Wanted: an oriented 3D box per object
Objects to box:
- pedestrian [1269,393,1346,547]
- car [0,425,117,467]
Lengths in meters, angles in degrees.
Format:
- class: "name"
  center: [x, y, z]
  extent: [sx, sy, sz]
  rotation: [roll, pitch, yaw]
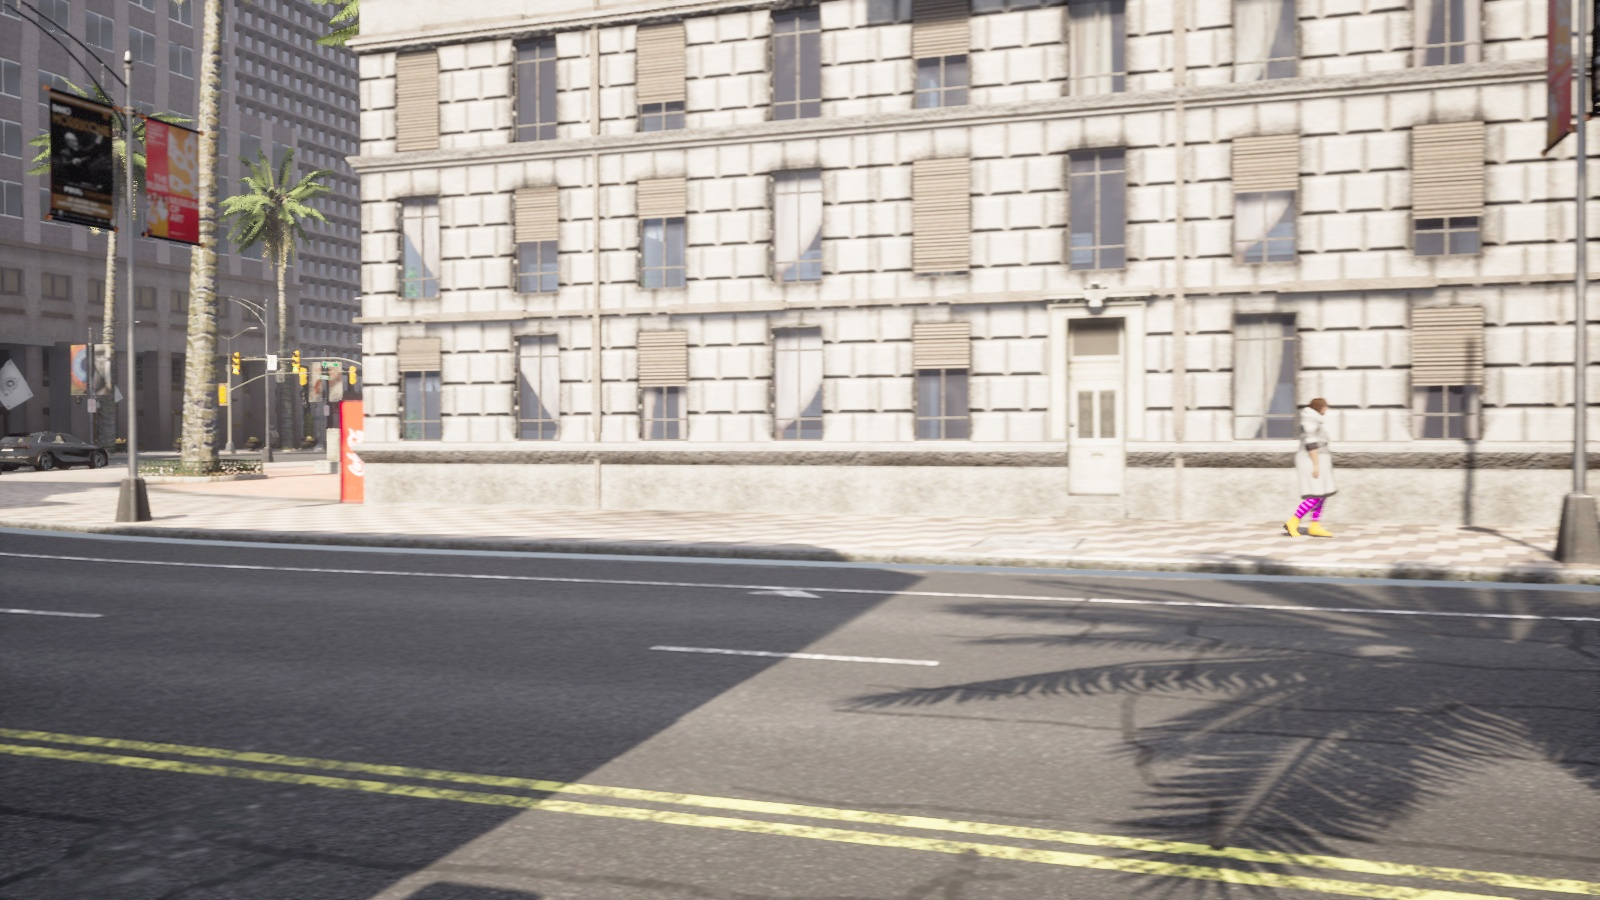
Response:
- class: "pedestrian"
  center: [6.608, 0.247, 16.338]
  extent: [0.873, 1.952, 0.659]
  rotation: [1, 1, 25]
- class: "car"
  center: [-31.036, -0.195, 52.153]
  extent: [2.033, 1.649, 4.856]
  rotation: [0, 1, 11]
